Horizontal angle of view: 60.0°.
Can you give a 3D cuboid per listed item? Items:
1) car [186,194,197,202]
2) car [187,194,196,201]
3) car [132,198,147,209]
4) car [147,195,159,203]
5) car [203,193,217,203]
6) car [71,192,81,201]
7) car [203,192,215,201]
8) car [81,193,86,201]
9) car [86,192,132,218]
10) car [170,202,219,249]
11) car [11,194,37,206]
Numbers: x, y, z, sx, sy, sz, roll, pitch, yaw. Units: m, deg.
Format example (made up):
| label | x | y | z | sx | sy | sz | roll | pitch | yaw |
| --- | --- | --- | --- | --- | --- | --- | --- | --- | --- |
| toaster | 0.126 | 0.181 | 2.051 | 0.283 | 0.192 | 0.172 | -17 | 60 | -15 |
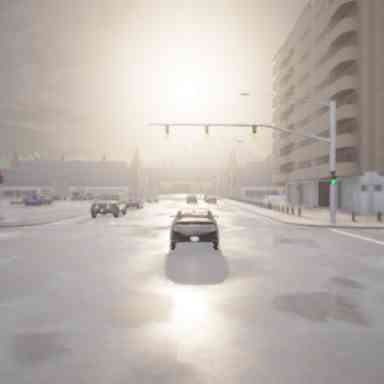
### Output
| label | x | y | z | sx | sy | sz | roll | pitch | yaw |
| --- | --- | --- | --- | --- | --- | --- | --- | --- | --- |
| car | -0.027 | 1.205 | 59.302 | 1.882 | 1.535 | 5.008 | 0 | 0 | 0 |
| car | -0.031 | 1.131 | 68.535 | 1.837 | 1.490 | 4.892 | 0 | 0 | 0 |
| car | -7.102 | 1.415 | 40.831 | 1.895 | 1.301 | 4.718 | 0 | 0 | 0 |
| car | -7.037 | 1.218 | 59.951 | 2.128 | 1.511 | 4.902 | 0 | 0 | 0 |
| car | 3.473 | 1.252 | 59.560 | 1.812 | 1.442 | 4.674 | 0 | 0 | 0 |
| car | -23.974 | 0.837 | 69.965 | 1.905 | 1.878 | 3.866 | 0 | 0 | 0 |
| car | 3.469 | 0.995 | 68.506 | 2.097 | 1.767 | 4.553 | 0 | 0 | 0 |
| car | -21.080 | 0.834 | 69.902 | 1.932 | 1.855 | 4.605 | 0 | 0 | 0 |
| car | -7.107 | 1.091 | 29.050 | 2.150 | 2.045 | 5.566 | 0 | 0 | 0 |
| car | 0.094 | 1.401 | 14.019 | 2.128 | 1.511 | 4.902 | 0 | 0 | 0 |
| car | -26.734 | 1.158 | 52.508 | 1.970 | 1.475 | 3.806 | 0 | 0 | 0 |
